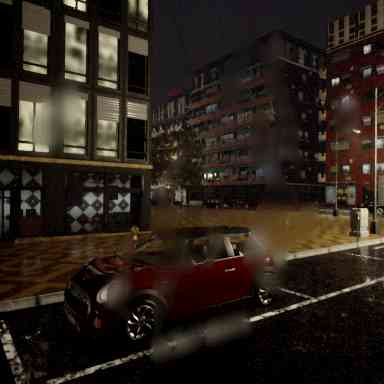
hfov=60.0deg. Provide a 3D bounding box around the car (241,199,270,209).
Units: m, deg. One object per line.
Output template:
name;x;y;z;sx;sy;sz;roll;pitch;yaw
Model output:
car;10.053;1.799;50.592;1.887;1.381;4.507;1;-1;-35

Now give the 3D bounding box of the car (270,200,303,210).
car;13.323;1.806;45.958;1.802;1.307;4.206;1;-1;-35

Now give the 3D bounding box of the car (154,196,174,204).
car;-6.298;1.723;73.757;2.192;1.841;5.009;1;-1;-35

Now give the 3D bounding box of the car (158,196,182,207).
car;-3.337;1.732;55.029;1.887;1.381;4.507;1;-1;-35

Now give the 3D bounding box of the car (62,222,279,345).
car;-0.268;1.441;6.351;4.097;1.590;1.967;0;1;-35

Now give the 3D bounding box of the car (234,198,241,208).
car;6.783;1.725;55.225;1.967;1.590;4.097;1;-1;-35

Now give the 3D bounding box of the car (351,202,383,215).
car;19.864;1.729;36.694;1.947;1.339;4.313;1;-1;-35

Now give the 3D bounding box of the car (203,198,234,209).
car;3.204;1.677;45.763;2.008;1.369;4.403;1;-1;-35

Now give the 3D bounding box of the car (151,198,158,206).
car;-6.607;1.763;59.661;1.887;1.381;4.507;1;-1;-35
